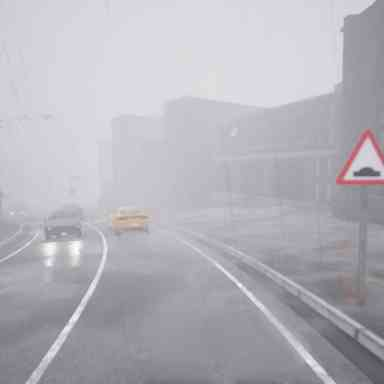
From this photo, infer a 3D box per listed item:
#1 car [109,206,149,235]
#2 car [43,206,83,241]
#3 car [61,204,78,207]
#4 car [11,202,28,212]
[{"bbox_3d":[-3.910,1.596,20.123,1.882,1.535,5.008,-2,0,-19],"label":"car"},{"bbox_3d":[-7.281,1.763,18.922,2.033,1.411,5.357,-2,-1,-21],"label":"car"},{"bbox_3d":[-14.000,2.043,38.069,1.994,1.385,4.181,-3,1,-36],"label":"car"},{"bbox_3d":[-29.190,2.449,56.293,2.097,1.767,4.553,-2,0,-21],"label":"car"}]
